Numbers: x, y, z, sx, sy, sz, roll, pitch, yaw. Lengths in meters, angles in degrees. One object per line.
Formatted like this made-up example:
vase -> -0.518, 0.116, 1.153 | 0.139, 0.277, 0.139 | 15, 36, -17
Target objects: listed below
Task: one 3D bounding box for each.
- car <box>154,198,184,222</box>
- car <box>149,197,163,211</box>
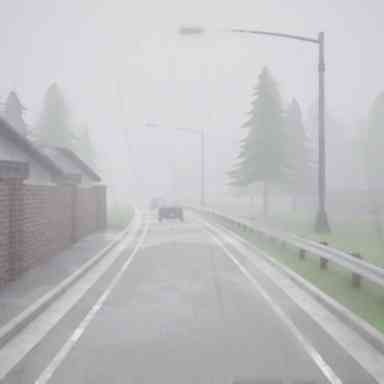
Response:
car -> -1.813, 1.518, 26.971 | 1.882, 1.535, 5.008 | 0, 0, -8
car -> -4.376, 1.417, 42.509 | 2.097, 1.767, 4.553 | 0, 0, -11
